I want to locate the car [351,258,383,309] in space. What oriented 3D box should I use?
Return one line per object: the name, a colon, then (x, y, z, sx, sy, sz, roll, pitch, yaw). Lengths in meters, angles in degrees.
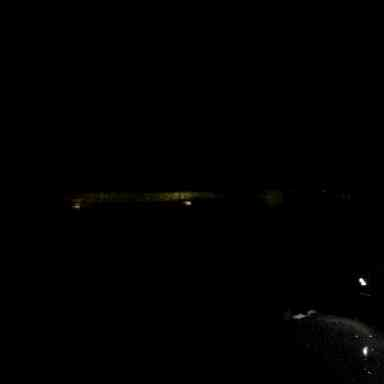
car: (5.600, 1.563, 7.011, 5.357, 1.411, 2.033, 0, 0, -35)
